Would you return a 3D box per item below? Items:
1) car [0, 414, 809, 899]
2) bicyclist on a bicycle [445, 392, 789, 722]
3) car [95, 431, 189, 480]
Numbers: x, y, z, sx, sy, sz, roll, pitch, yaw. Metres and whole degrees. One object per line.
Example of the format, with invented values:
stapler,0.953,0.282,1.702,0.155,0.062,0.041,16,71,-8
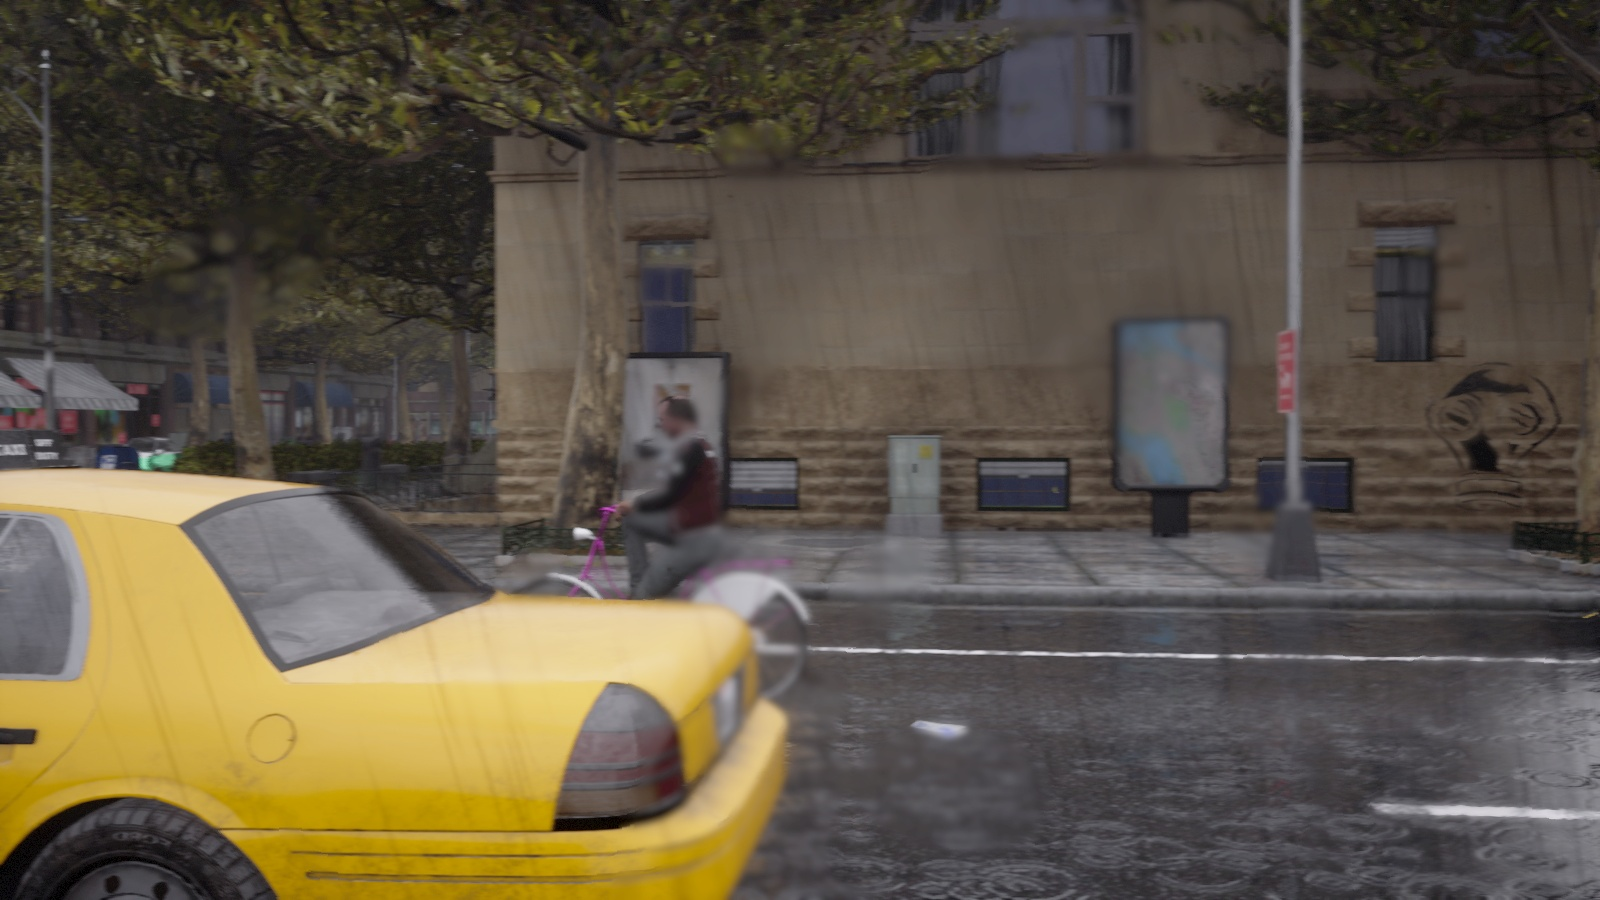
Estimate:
car,-2.740,0.682,3.924,5.366,1.575,1.801,0,1,7
bicyclist on a bicycle,-1.024,0.567,7.210,1.843,1.776,0.659,0,1,7
car,-19.410,0.142,37.100,1.481,1.376,2.207,0,1,6
